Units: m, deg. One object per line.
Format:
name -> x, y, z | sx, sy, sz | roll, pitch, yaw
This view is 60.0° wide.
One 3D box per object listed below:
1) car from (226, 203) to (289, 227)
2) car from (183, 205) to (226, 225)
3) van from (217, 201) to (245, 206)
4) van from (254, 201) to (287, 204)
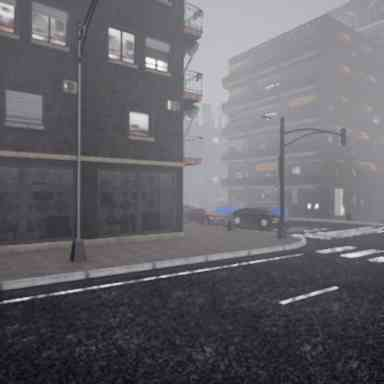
car -> 5.271, 1.926, 26.510 | 1.837, 1.490, 4.892 | 0, -1, -35
car -> 0.910, 2.038, 28.081 | 1.802, 1.307, 4.206 | 0, 0, -36
van -> 4.310, 1.920, 37.524 | 1.690, 1.788, 3.998 | -1, 0, -36
van -> 7.638, 1.847, 33.017 | 1.690, 1.788, 3.998 | -1, 0, -36
